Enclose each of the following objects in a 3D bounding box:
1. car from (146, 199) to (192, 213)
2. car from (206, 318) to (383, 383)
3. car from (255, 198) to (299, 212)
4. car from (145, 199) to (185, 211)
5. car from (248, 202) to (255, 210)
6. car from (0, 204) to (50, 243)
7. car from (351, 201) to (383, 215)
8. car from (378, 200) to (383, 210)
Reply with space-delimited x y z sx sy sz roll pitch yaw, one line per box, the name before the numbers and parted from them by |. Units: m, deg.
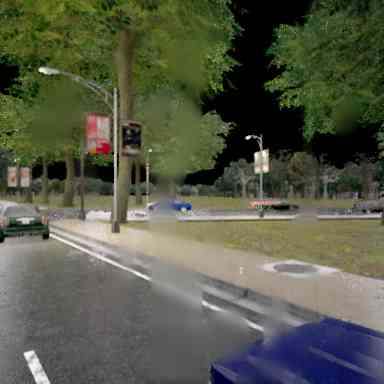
car | -2.546 1.593 38.727 5.008 1.535 1.882 0 0 -12
car | 2.095 1.600 1.502 1.895 1.301 4.718 0 0 -36
car | 10.850 1.796 41.646 4.718 1.301 1.895 0 0 -12
car | -3.413 1.638 41.857 4.674 1.442 1.812 0 0 -14
car | 9.804 1.542 44.743 4.553 1.767 2.097 0 0 -12
car | -8.558 1.343 16.381 2.097 1.767 4.553 0 0 -36
car | 20.147 1.742 36.819 4.902 1.511 2.128 0 0 -12
car | 29.988 1.896 49.049 4.181 1.385 1.994 0 0 -12
